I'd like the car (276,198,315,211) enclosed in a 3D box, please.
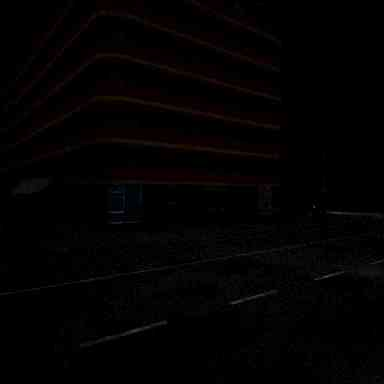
[{"bbox_3d":[12.509,1.492,40.026,2.128,1.511,4.902,0,0,-38],"label":"car"}]
